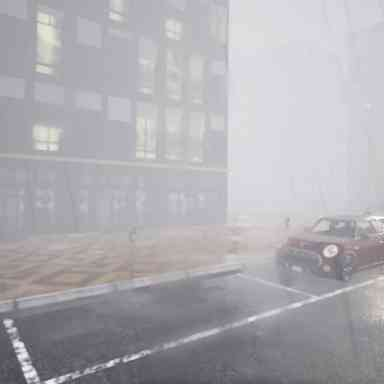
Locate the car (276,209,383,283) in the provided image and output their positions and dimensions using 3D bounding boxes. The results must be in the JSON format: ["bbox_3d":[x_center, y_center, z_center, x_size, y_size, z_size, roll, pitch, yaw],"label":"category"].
[{"bbox_3d":[4.305,1.424,9.617,4.097,1.590,1.967,0,1,-35],"label":"car"}]

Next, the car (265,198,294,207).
[{"bbox_3d":[14.589,1.712,53.867,1.887,1.381,4.507,1,-1,-35],"label":"car"}]

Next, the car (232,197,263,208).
[{"bbox_3d":[7.743,1.607,49.032,2.008,1.369,4.403,1,-1,-35],"label":"car"}]

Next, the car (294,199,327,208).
[{"bbox_3d":[17.862,1.719,49.236,1.802,1.307,4.206,1,-1,-35],"label":"car"}]

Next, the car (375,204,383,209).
[{"bbox_3d":[24.411,1.643,39.977,1.947,1.339,4.313,1,-1,-35],"label":"car"}]

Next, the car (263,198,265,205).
[{"bbox_3d":[11.314,1.638,58.497,1.967,1.590,4.097,1,-1,-35],"label":"car"}]
